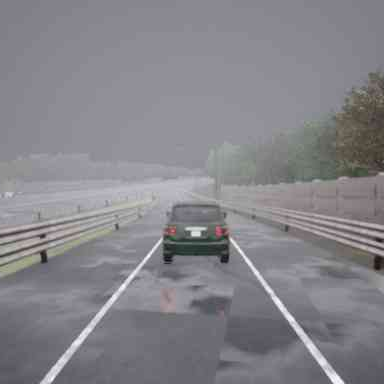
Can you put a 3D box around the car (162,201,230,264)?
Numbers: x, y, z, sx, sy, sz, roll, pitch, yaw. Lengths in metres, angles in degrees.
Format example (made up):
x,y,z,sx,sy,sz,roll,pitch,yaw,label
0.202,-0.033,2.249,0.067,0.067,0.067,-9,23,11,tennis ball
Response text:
x,y,z,sx,sy,sz,roll,pitch,yaw,label
0.171,1.329,12.477,2.150,2.045,5.566,0,0,1,car

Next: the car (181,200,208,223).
x,y,z,sx,sy,sz,roll,pitch,yaw,label
0.143,1.580,28.367,2.097,1.767,4.553,0,-1,-1,car
